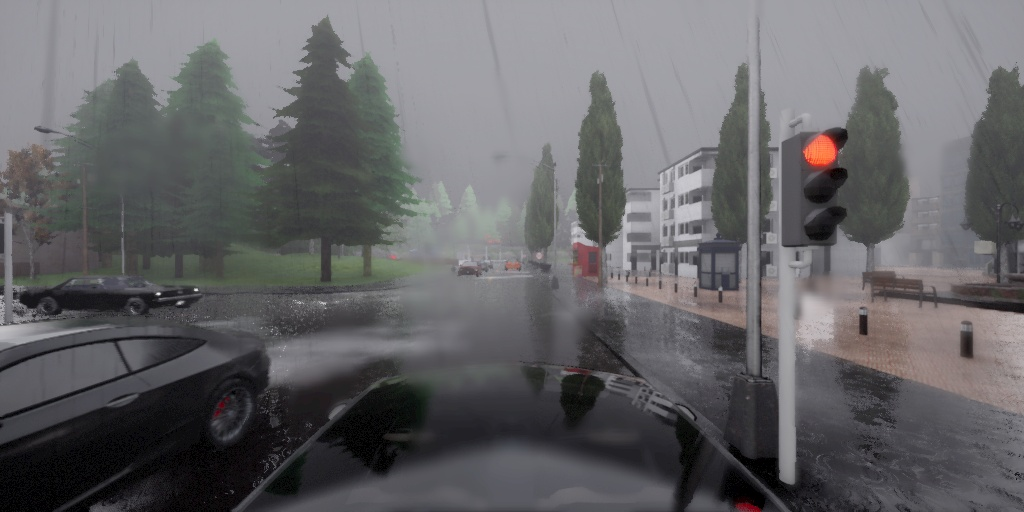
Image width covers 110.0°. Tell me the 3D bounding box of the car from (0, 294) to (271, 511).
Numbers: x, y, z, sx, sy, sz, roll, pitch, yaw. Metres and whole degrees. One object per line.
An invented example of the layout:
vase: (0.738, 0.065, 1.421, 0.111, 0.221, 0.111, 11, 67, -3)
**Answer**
car: (-3.858, 1.276, 2.504, 1.812, 1.442, 4.674, 0, 0, 2)

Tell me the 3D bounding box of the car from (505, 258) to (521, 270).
car: (0.145, 1.100, 51.546, 2.097, 1.767, 4.553, 0, 0, 0)

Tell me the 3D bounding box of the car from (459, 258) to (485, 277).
car: (-4.078, 1.226, 35.706, 1.882, 1.535, 5.008, 0, 0, 0)

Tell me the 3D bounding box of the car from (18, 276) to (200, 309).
car: (-13.957, 1.350, 12.702, 4.718, 1.301, 1.895, 0, 0, 0)

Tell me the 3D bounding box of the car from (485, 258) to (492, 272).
car: (-4.060, 1.312, 45.626, 1.994, 1.385, 4.181, 0, 0, 0)
